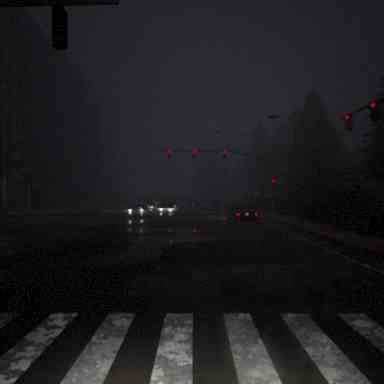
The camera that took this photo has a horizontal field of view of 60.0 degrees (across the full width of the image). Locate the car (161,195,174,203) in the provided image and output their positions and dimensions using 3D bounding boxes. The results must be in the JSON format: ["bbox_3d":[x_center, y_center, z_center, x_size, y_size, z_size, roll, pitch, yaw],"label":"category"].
[{"bbox_3d":[-5.187,1.430,68.908,1.812,1.442,4.674,0,0,-15],"label":"car"}]

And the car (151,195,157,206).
[{"bbox_3d":[-7.075,1.404,53.081,1.882,1.535,5.008,0,0,-1],"label":"car"}]

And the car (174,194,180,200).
[{"bbox_3d":[-3.545,1.470,55.734,2.033,1.411,5.357,0,0,0],"label":"car"}]

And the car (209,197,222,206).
[{"bbox_3d":[3.653,1.452,53.090,1.812,1.442,4.674,0,0,0],"label":"car"}]

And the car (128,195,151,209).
[{"bbox_3d":[-7.023,1.465,43.821,1.812,1.442,4.674,0,0,0],"label":"car"}]

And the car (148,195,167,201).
[{"bbox_3d":[-8.759,1.426,82.922,2.033,1.411,5.357,0,0,-41],"label":"car"}]

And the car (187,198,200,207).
[{"bbox_3d":[0.167,1.531,50.523,1.895,1.301,4.718,0,0,0],"label":"car"}]

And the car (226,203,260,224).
[{"bbox_3d":[3.629,1.513,24.362,2.033,1.411,5.357,0,0,0],"label":"car"}]

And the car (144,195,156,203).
[{"bbox_3d":[-8.632,1.432,68.084,1.812,1.442,4.674,0,0,-17],"label":"car"}]

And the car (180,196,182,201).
[{"bbox_3d":[-4.397,1.386,82.911,1.837,1.490,4.892,0,0,-37],"label":"car"}]

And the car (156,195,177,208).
[{"bbox_3d":[-3.517,1.500,46.550,1.994,1.385,4.181,0,0,0],"label":"car"}]
